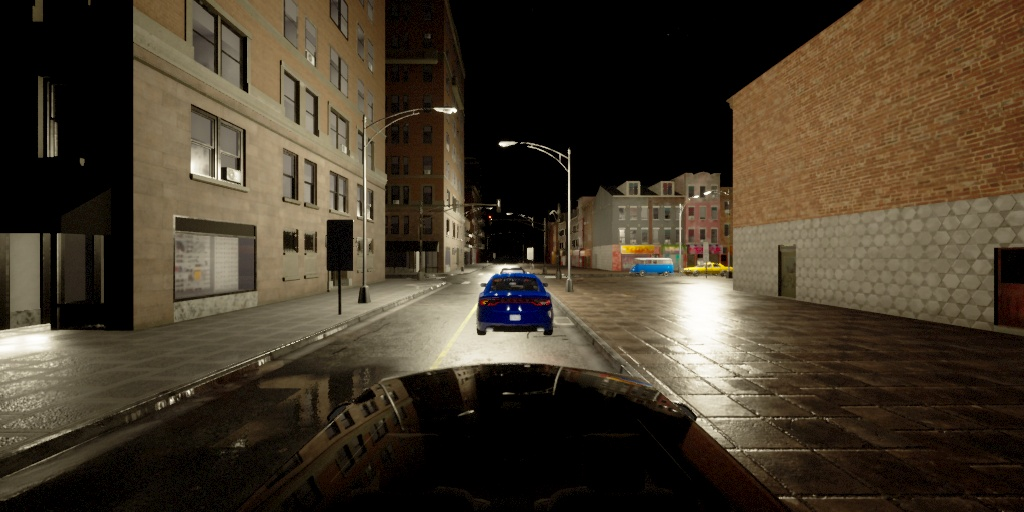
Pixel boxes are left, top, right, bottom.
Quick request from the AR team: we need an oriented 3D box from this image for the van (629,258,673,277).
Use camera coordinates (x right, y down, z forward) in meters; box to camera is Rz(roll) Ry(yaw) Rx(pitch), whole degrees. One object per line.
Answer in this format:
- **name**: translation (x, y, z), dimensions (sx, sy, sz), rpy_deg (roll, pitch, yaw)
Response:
- **van**: translation (13.618, 1.087, 35.044), dimensions (3.998, 1.789, 1.690), rpy_deg (0, 0, 0)

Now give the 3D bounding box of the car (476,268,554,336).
- **car**: translation (0.069, 1.227, 10.488), dimensions (1.882, 1.535, 5.008), rpy_deg (0, 0, 0)

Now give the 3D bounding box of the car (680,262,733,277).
- **car**: translation (19.060, 1.267, 35.056), dimensions (4.829, 1.417, 1.751), rpy_deg (0, 0, 0)

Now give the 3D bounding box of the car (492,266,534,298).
- **car**: translation (0.037, 1.313, 19.257), dimensions (1.994, 1.385, 4.181), rpy_deg (0, 0, 0)
